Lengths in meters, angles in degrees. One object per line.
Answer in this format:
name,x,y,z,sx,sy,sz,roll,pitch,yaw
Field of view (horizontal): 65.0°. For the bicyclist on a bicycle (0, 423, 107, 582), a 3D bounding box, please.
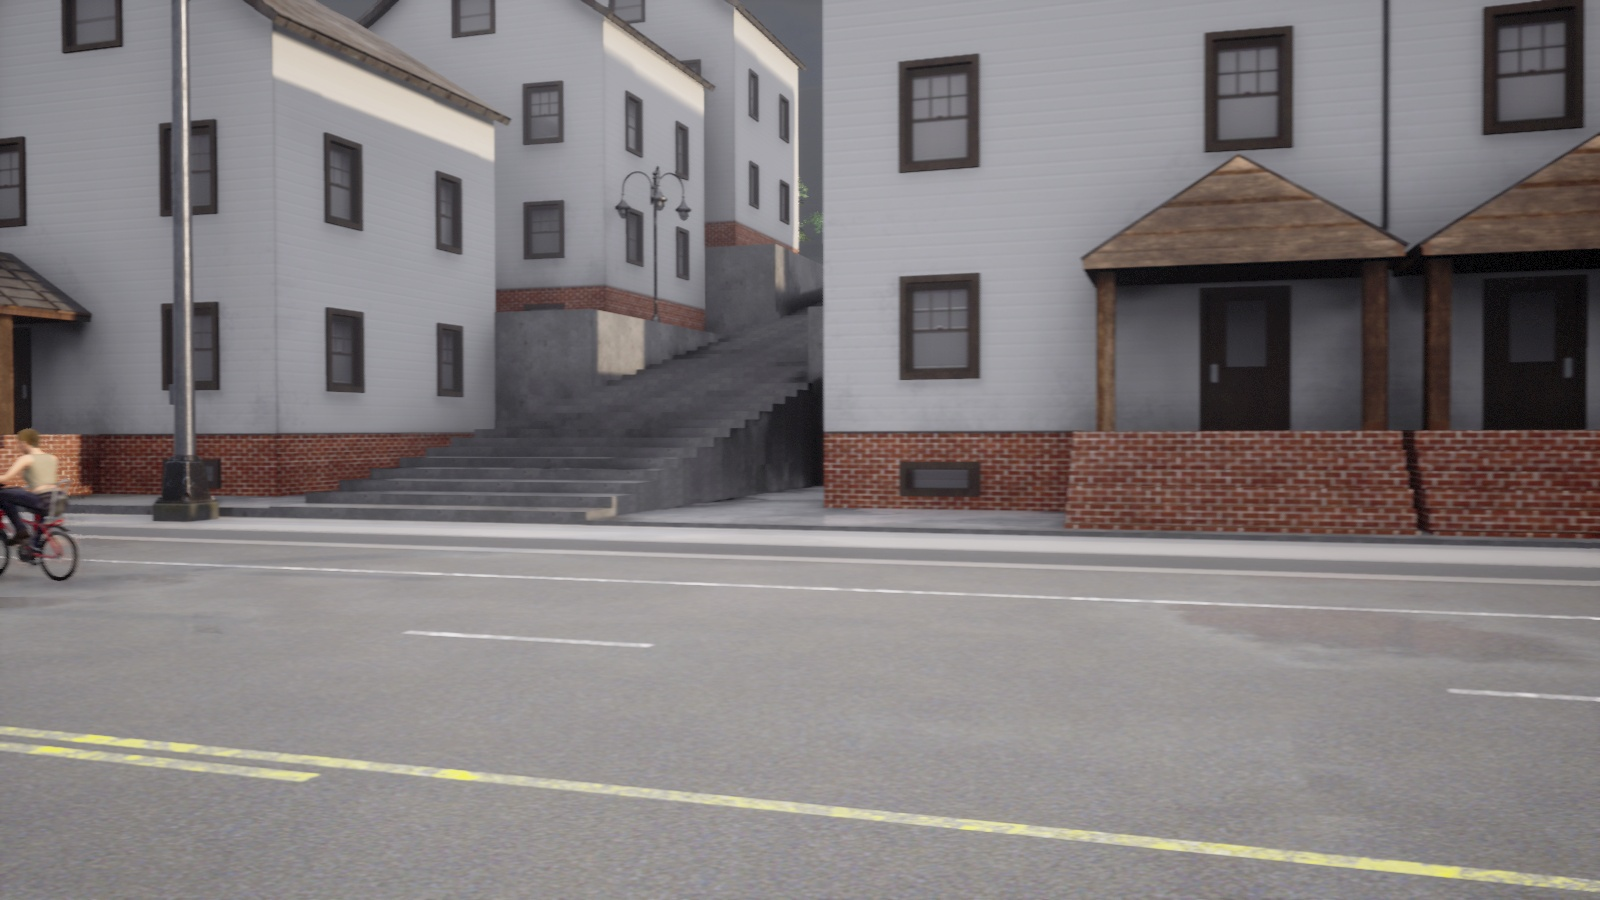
bicyclist on a bicycle,-8.333,0.517,13.381,1.509,1.612,0.866,1,1,19
